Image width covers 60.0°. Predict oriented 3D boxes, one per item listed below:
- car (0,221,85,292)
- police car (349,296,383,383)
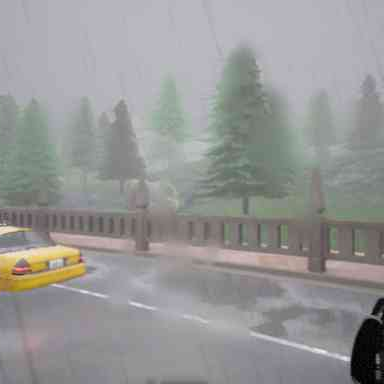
[{"bbox_3d":[-5.093,1.535,8.528,5.366,1.575,1.801,-1,0,32],"label":"car"},{"bbox_3d":[3.982,1.419,2.232,5.238,1.638,1.930,-1,0,38],"label":"police car"}]
